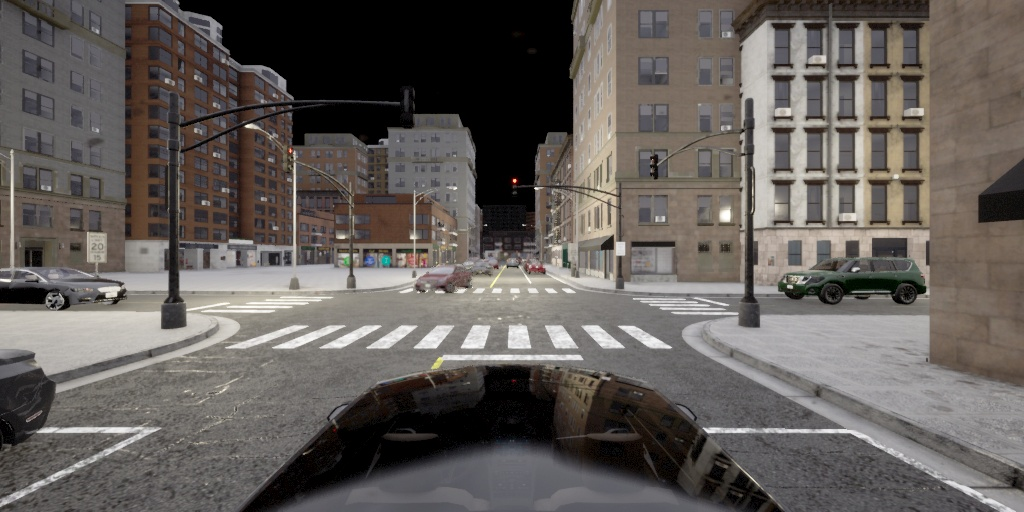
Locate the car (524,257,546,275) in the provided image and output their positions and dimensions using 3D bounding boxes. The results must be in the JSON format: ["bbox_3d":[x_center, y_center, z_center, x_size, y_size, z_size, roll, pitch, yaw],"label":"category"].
[{"bbox_3d":[2.651,1.191,39.839,1.967,1.591,4.097,0,0,0],"label":"car"}]

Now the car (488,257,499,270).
[{"bbox_3d":[-2.814,1.230,51.452,1.882,1.535,5.008,0,0,0],"label":"car"}]

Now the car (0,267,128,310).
[{"bbox_3d":[-17.278,1.162,13.342,4.902,1.511,2.128,0,0,2],"label":"car"}]

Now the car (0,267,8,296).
[{"bbox_3d":[-26.457,1.192,16.310,4.181,1.385,1.994,0,0,0],"label":"car"}]

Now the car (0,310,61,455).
[{"bbox_3d":[-5.388,1.300,1.673,2.007,1.370,4.403,0,0,0],"label":"car"}]

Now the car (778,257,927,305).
[{"bbox_3d":[15.349,1.056,16.324,5.566,2.045,2.150,0,0,-2],"label":"car"}]

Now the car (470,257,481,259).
[{"bbox_3d":[-5.369,1.067,51.167,2.192,1.841,5.009,0,0,0],"label":"car"}]

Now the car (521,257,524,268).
[{"bbox_3d":[2.654,1.066,45.501,2.192,1.841,5.009,0,0,0],"label":"car"}]

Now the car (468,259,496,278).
[{"bbox_3d":[-2.835,1.257,34.659,1.837,1.490,4.892,0,0,0],"label":"car"}]

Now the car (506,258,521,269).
[{"bbox_3d":[0.115,1.317,58.569,1.994,1.385,4.181,0,0,1],"label":"car"}]

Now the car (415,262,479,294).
[{"bbox_3d":[-3.716,1.274,20.615,1.812,1.442,4.674,0,0,15],"label":"car"}]

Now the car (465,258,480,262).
[{"bbox_3d":[-5.372,1.302,45.505,2.007,1.370,4.403,0,0,0],"label":"car"}]
